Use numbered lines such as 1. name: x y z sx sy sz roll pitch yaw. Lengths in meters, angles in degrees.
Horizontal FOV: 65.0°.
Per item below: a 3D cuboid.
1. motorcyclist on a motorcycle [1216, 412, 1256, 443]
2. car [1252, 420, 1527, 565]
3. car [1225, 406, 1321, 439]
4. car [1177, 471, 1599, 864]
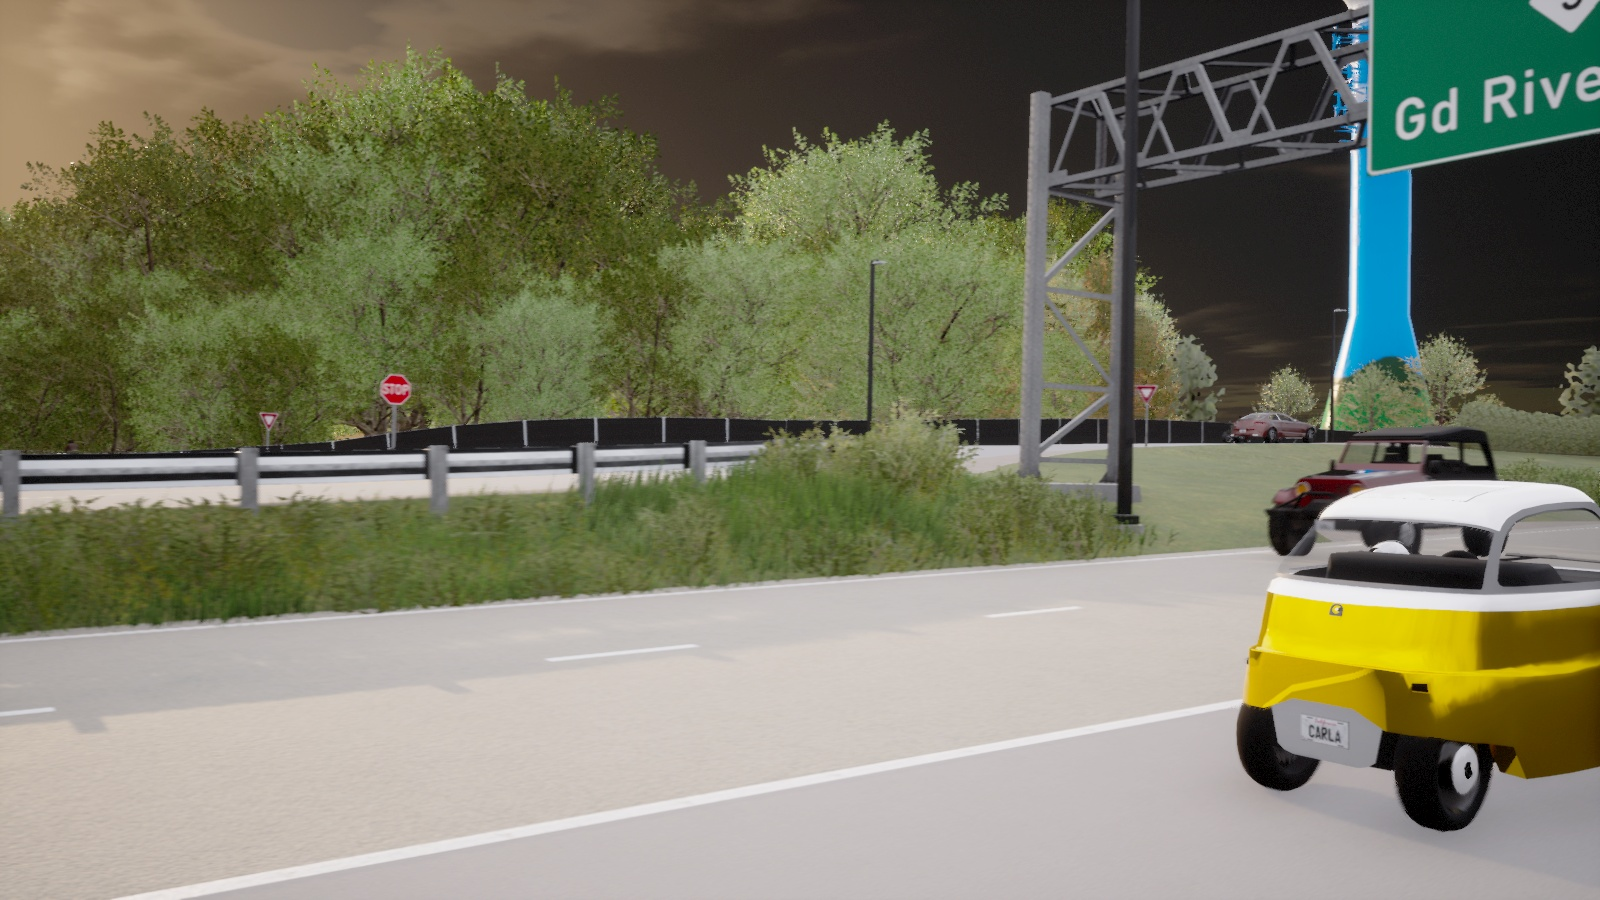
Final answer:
1. motorcyclist on a motorcycle: 24.097 -1.242 69.325 2.350 1.649 0.766 -1 0 -32
2. car: 8.551 0.555 18.139 3.866 1.878 1.905 0 0 -35
3. car: 24.705 -1.406 65.546 5.027 1.651 2.152 -1 0 -34
4. car: 3.066 0.808 5.792 2.207 1.376 1.481 0 0 -35
